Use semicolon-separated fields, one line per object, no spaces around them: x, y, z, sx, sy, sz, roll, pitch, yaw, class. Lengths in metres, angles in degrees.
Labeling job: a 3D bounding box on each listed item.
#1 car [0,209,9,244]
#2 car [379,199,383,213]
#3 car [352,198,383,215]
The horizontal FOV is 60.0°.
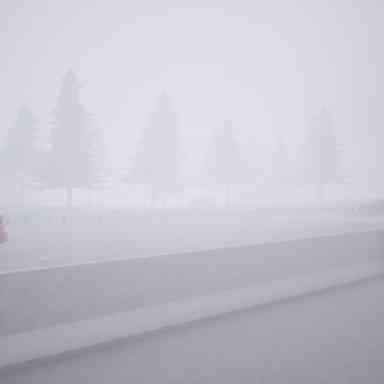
-8.898;1.186;10.392;5.566;2.045;2.150;0;0;-36;car
18.367;1.473;27.660;4.718;1.301;1.895;0;0;-20;car
17.180;1.344;30.952;4.902;1.511;2.128;0;0;-20;car
